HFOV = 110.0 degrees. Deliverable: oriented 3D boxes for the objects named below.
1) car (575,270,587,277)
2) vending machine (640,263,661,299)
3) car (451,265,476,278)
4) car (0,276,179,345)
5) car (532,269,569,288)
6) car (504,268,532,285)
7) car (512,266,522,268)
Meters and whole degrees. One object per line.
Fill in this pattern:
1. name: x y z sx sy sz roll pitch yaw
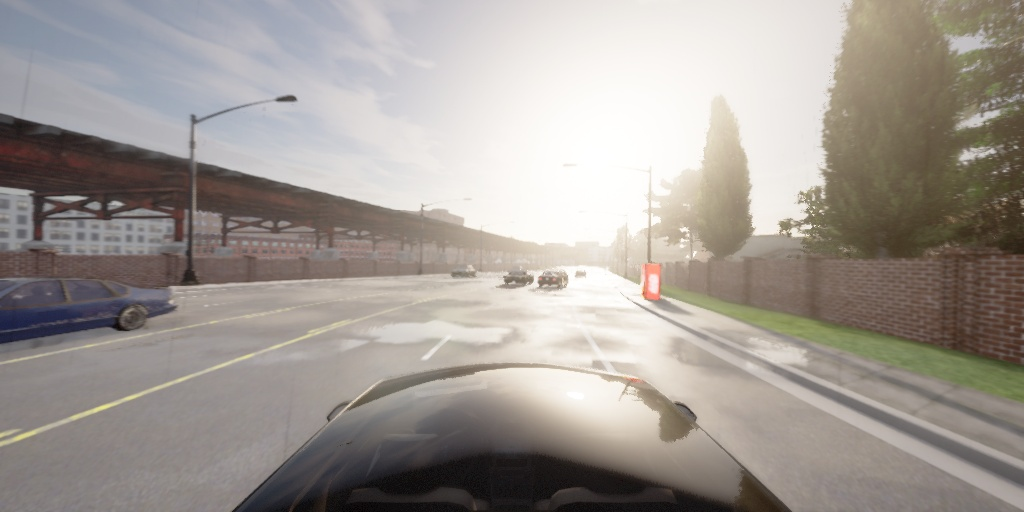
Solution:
1. car: 12.277 3.063 63.705 1.895 1.301 4.718 1 -2 13
2. vending machine: 7.513 1.380 19.481 1.100 2.100 0.880 0 0 11
3. car: -6.367 1.970 47.262 2.097 1.767 4.553 1 -2 14
4. car: -10.417 1.156 7.686 2.033 1.411 5.357 1 0 3
5. car: 3.641 1.963 31.069 2.033 1.411 5.357 1 -2 19
6. car: 0.762 2.013 33.379 1.895 1.301 4.718 1 -2 16
7. car: 0.745 2.498 61.463 2.097 1.767 4.553 1 -1 11
